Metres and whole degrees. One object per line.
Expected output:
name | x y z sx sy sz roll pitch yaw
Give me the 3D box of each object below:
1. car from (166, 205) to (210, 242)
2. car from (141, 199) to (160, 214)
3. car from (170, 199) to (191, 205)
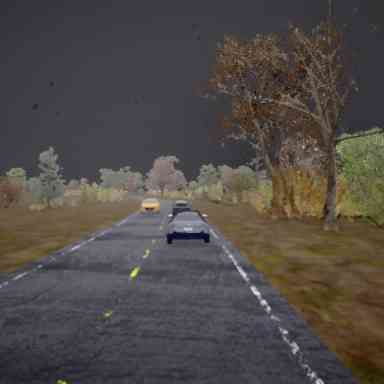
car | -0.219 1.566 16.325 1.994 1.385 4.181 0 0 -2
car | -4.454 1.489 36.146 1.882 1.535 5.008 0 0 -4
car | -1.137 1.513 34.064 1.837 1.490 4.892 0 0 -4
